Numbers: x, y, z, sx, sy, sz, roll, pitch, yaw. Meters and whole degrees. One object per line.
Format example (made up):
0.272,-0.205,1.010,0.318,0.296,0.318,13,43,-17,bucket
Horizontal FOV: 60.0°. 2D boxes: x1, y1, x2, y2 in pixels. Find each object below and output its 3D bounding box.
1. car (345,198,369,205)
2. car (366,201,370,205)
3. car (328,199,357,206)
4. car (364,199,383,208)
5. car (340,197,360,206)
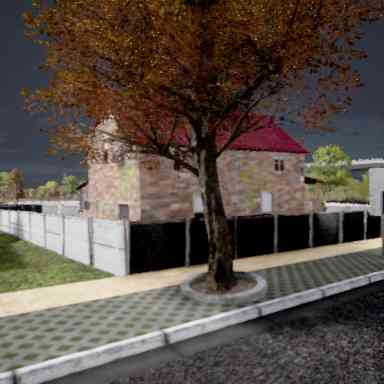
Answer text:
27.167,2.175,54.673,1.837,1.490,4.892,-2,-1,1,car
23.739,2.165,40.650,1.994,1.385,4.181,-2,-1,1,car
23.883,2.267,52.957,1.812,1.442,4.674,-2,-1,1,car
33.755,2.055,61.139,1.837,1.490,4.892,-2,-1,0,car
33.839,1.939,71.542,2.097,1.767,4.553,-2,-1,0,car
